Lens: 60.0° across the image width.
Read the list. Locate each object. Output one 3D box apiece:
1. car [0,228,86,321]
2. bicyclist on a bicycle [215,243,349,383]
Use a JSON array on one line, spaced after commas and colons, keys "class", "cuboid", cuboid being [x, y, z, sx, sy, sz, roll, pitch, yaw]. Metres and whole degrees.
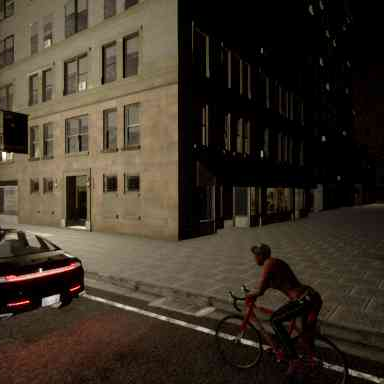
[{"class": "car", "cuboid": [-4.184, 1.492, 6.666, 4.902, 1.511, 2.128, 0, 0, 36]}, {"class": "bicyclist on a bicycle", "cuboid": [0.975, 1.453, 3.967, 1.656, 1.620, 0.582, 0, 0, 36]}]
